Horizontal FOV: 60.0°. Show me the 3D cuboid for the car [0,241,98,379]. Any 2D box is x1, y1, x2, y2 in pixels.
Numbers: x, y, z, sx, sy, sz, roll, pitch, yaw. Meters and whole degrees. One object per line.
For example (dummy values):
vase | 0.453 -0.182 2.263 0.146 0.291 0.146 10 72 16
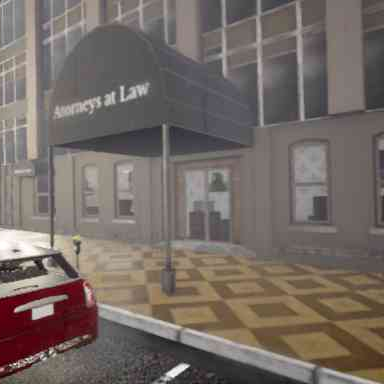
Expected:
car | -3.374 1.483 5.143 4.097 1.590 1.967 -1 -1 36
